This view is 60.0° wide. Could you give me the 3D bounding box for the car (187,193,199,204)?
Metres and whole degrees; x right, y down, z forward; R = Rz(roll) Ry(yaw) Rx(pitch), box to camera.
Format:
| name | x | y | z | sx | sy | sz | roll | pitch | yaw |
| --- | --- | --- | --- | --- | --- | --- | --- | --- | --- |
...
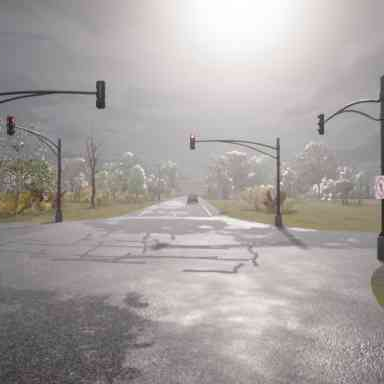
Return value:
| name | x | y | z | sx | sy | sz | roll | pitch | yaw |
| --- | --- | --- | --- | --- | --- | --- | --- | --- | --- |
| car | 0.176 | 1.291 | 67.639 | 2.150 | 2.045 | 5.566 | 0 | 0 | 0 |
